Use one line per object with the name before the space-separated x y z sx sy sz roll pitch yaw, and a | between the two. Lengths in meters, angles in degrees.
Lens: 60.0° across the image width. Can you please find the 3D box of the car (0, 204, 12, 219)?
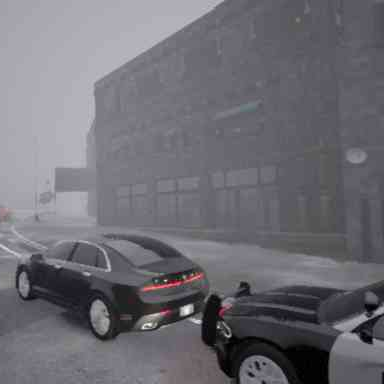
car | -21.708 2.171 37.379 2.097 1.767 4.553 -1 -2 -22

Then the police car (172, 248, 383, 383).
police car | 2.483 1.504 3.265 5.238 1.638 1.930 0 -1 36

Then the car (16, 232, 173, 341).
car | -1.886 1.592 6.796 4.892 1.490 1.837 0 -1 42
